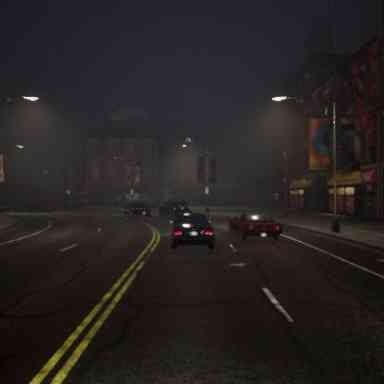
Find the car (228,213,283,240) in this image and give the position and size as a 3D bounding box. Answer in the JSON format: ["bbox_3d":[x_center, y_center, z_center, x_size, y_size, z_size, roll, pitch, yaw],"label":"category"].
[{"bbox_3d":[3.234,1.773,18.152,1.895,1.301,4.718,0,-1,-5],"label":"car"}]

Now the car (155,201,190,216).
[{"bbox_3d":[-1.932,1.680,34.659,2.097,1.767,4.553,0,-1,-27],"label":"car"}]

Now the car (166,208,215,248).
[{"bbox_3d":[-0.048,1.695,15.505,2.033,1.411,5.357,0,-1,-3],"label":"car"}]

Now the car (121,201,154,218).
[{"bbox_3d":[-5.943,1.834,34.806,1.837,1.490,4.892,1,-1,-31],"label":"car"}]

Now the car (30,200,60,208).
[{"bbox_3d":[-25.780,2.071,58.428,4.674,1.452,2.002,0,-1,20],"label":"car"}]

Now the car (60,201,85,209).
[{"bbox_3d":[-20.476,2.126,56.258,4.718,1.301,1.895,0,-1,30],"label":"car"}]

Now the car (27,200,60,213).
[{"bbox_3d":[-19.995,1.941,43.974,4.674,1.442,1.812,-1,-1,33],"label":"car"}]

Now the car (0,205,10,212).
[{"bbox_3d":[-26.173,2.013,43.621,4.718,1.301,1.895,0,-1,28],"label":"car"}]
